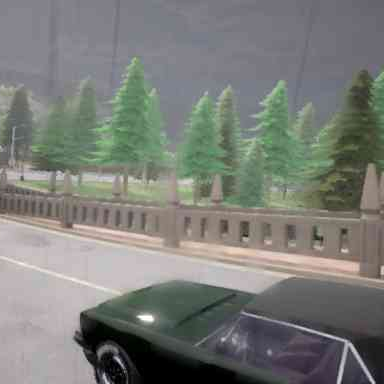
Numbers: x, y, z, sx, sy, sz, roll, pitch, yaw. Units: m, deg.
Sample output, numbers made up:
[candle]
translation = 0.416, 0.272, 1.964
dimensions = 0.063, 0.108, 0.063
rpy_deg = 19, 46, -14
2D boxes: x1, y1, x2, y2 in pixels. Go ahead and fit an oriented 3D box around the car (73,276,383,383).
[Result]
[car]
translation = 0.934, 1.592, 3.324
dimensions = 4.718, 1.301, 1.895
rpy_deg = 1, 0, 35
